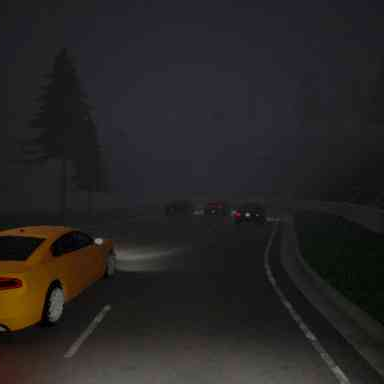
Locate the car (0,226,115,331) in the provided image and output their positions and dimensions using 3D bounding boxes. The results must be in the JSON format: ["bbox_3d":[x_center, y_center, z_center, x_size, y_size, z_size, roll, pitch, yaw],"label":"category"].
[{"bbox_3d":[-3.108,1.454,7.008,1.882,1.535,5.008,0,0,4],"label":"car"}]

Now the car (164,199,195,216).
[{"bbox_3d":[-1.070,1.382,30.896,1.882,1.535,5.008,0,0,13],"label":"car"}]

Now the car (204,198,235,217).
[{"bbox_3d":[2.321,1.402,29.762,2.128,1.511,4.902,0,0,13],"label":"car"}]

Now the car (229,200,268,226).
[{"bbox_3d":[4.170,1.478,23.180,2.033,1.411,5.357,0,0,16],"label":"car"}]
